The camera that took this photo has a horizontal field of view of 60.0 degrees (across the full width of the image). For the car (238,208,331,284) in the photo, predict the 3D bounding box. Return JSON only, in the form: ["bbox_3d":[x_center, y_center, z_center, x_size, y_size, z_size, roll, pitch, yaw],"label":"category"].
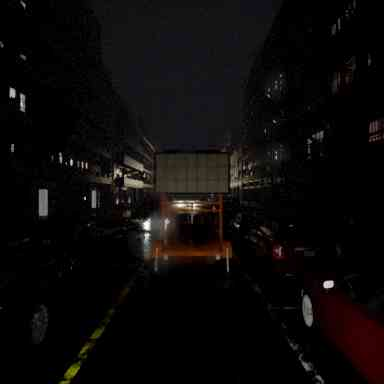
[{"bbox_3d":[2.694,1.440,9.554,1.967,1.590,4.097,0,0,0],"label":"car"}]

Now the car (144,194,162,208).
[{"bbox_3d":[-5.677,1.305,49.015,2.192,1.841,5.009,0,0,0],"label":"car"}]

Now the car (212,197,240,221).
[{"bbox_3d":[2.699,1.312,26.463,2.192,1.841,5.009,0,0,0],"label":"car"}]

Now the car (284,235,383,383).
[{"bbox_3d":[2.692,1.545,3.917,1.887,1.381,4.507,0,0,0],"label":"car"}]

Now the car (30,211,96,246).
[{"bbox_3d":[-5.686,1.565,15.195,1.947,1.339,4.313,0,0,0],"label":"car"}]

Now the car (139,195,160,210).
[{"bbox_3d":[-5.679,1.432,43.378,1.967,1.590,4.097,0,0,0],"label":"car"}]

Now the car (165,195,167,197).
[{"bbox_3d":[-5.677,1.570,54.651,1.802,1.307,4.206,0,0,0],"label":"car"}]

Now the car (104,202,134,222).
[{"bbox_3d":[-5.683,1.523,26.298,1.752,1.417,4.829,0,0,0],"label":"car"}]

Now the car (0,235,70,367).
[{"bbox_3d":[-3.086,1.526,3.514,1.812,1.442,4.674,0,0,0],"label":"car"}]

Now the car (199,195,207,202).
[{"bbox_3d":[2.710,1.503,77.360,1.752,1.417,4.829,0,0,0],"label":"car"}]

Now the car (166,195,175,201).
[{"bbox_3d":[-5.668,1.516,88.469,1.887,1.381,4.507,0,0,0],"label":"car"}]

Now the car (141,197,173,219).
[{"bbox_3d":[-2.993,1.501,29.311,1.837,1.490,4.892,0,0,0],"label":"car"}]

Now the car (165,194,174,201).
[{"bbox_3d":[-5.669,1.415,82.832,1.967,1.590,4.097,0,0,0],"label":"car"}]

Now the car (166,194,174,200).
[{"bbox_3d":[-5.669,1.293,77.196,2.192,1.841,5.009,0,0,0],"label":"car"}]

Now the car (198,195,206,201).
[{"bbox_3d":[2.713,1.516,88.463,1.887,1.381,4.507,0,0,0],"label":"car"}]

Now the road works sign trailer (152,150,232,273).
[{"bbox_3d":[0.002,0.464,10.687,2.380,3.560,2.880,0,0,0],"label":"road works sign trailer"}]

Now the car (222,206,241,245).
[{"bbox_3d":[2.695,1.550,15.189,2.008,1.369,4.403,0,0,0],"label":"car"}]
